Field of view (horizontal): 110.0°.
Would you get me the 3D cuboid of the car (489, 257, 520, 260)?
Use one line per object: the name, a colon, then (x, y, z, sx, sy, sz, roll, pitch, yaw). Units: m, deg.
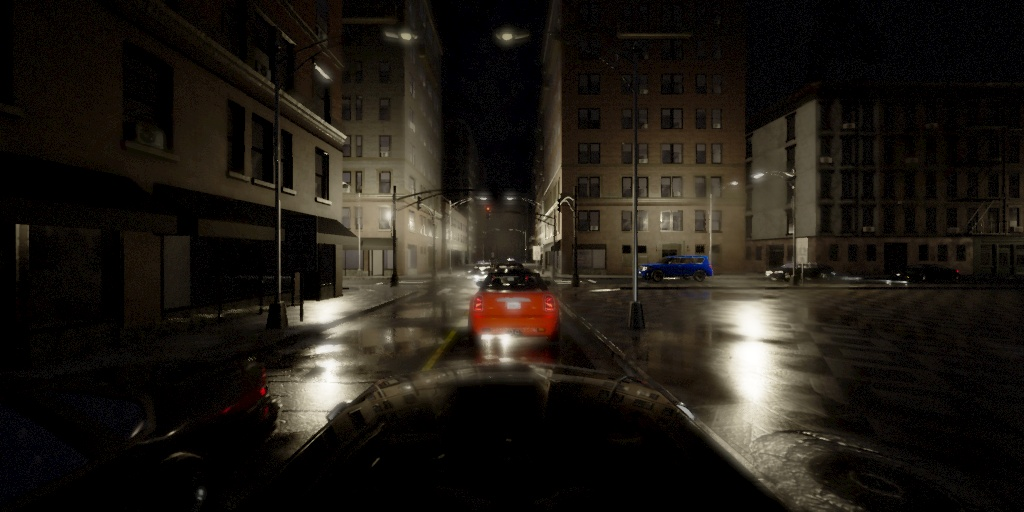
car: (-0.183, 1.101, 18.861, 2.097, 1.767, 4.553, 0, 0, -3)

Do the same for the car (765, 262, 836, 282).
car: (22.982, 1.246, 28.725, 4.902, 1.511, 2.128, 0, 0, -1)

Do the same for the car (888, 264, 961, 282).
car: (33.037, 1.319, 28.807, 4.181, 1.385, 1.994, 0, 0, 0)

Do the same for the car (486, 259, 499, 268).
car: (-3.273, 1.294, 61.774, 2.033, 1.411, 5.357, 0, 0, 0)

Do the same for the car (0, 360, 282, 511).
car: (-3.086, 1.297, 0.976, 2.033, 1.411, 5.357, 0, 0, 0)

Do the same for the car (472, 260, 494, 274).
car: (-3.224, 1.239, 41.255, 2.128, 1.511, 4.902, 0, 0, 0)

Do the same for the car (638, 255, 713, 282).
car: (12.961, 0.974, 28.621, 5.566, 2.045, 2.150, 0, 0, -1)

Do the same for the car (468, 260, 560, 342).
car: (0.048, 1.102, 9.941, 2.097, 1.767, 4.553, 0, 0, 0)
